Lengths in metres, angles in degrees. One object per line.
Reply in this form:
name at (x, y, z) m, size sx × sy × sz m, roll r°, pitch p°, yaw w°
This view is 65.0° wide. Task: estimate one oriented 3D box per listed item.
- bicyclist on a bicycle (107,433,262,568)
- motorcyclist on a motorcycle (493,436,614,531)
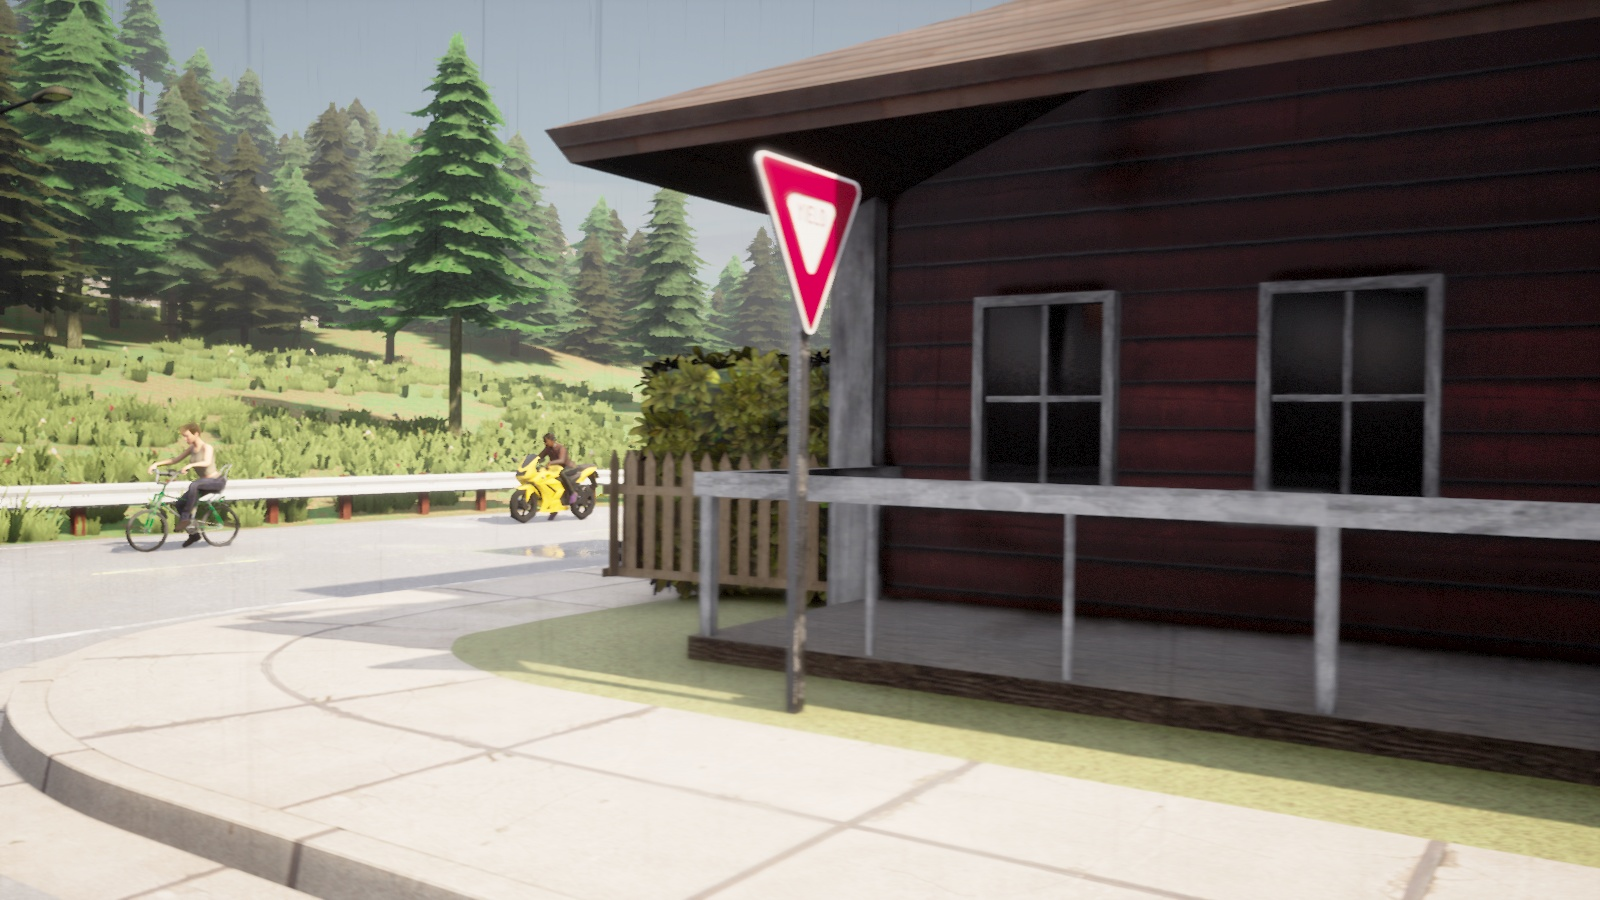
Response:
bicyclist on a bicycle at (-7.758, 0.595, 15.873) m, size 0.866 × 1.612 × 1.509 m, roll 0°, pitch 1°, yaw 34°
motorcyclist on a motorcycle at (-4.160, 0.534, 21.318) m, size 0.797 × 1.523 × 2.044 m, roll 0°, pitch 1°, yaw 34°
